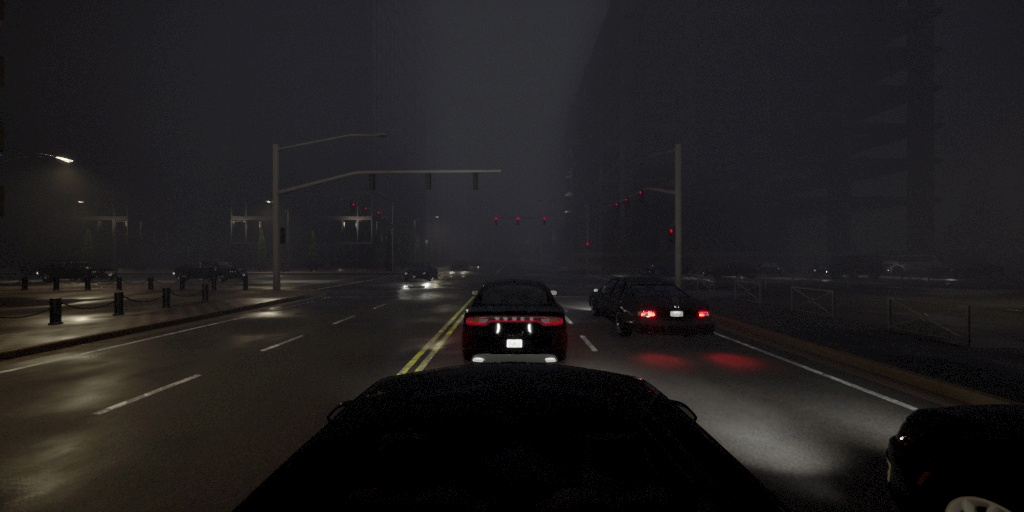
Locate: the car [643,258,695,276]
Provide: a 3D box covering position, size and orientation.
[{"bbox_3d":[15.230,1.041,35.031,4.553,1.767,2.097,0,0,0],"label":"car"}]

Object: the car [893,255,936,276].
[{"bbox_3d":[38.360,0.910,35.076,5.566,2.045,2.150,0,0,0],"label":"car"}]

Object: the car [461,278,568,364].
[{"bbox_3d":[0.055,1.227,8.124,1.882,1.535,5.008,0,0,0],"label":"car"}]

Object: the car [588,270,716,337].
[{"bbox_3d":[3.571,1.296,10.248,2.033,1.411,5.357,0,0,0],"label":"car"}]

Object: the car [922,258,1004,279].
[{"bbox_3d":[39.912,1.167,31.575,5.008,1.535,1.882,0,0,0],"label":"car"}]

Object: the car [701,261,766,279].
[{"bbox_3d":[19.154,1.215,31.503,4.674,1.442,1.812,0,0,0],"label":"car"}]

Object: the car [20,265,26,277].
[{"bbox_3d":[-44.322,1.041,34.719,4.553,1.767,2.097,0,0,1],"label":"car"}]

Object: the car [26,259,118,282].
[{"bbox_3d":[-33.146,1.182,27.421,4.902,1.511,2.128,0,0,0],"label":"car"}]

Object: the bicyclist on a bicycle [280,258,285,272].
[{"bbox_3d":[-25.408,0.989,39.334,0.582,1.620,1.656,0,0,0],"label":"bicyclist on a bicycle"}]

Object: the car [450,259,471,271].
[{"bbox_3d":[-7.093,1.220,48.507,1.882,1.535,5.008,0,1,0],"label":"car"}]

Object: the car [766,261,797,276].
[{"bbox_3d":[24.698,1.236,35.044,5.357,1.411,2.033,0,0,0],"label":"car"}]

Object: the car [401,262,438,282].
[{"bbox_3d":[-7.099,1.241,28.349,1.812,1.442,4.674,0,0,0],"label":"car"}]

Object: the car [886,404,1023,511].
[{"bbox_3d":[3.600,1.255,0.511,1.837,1.490,4.892,0,0,0],"label":"car"}]

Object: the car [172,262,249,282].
[{"bbox_3d":[-22.924,1.182,27.374,4.902,1.511,2.128,0,0,0],"label":"car"}]

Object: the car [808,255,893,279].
[{"bbox_3d":[29.420,0.911,31.558,5.566,2.045,2.150,0,0,0],"label":"car"}]
